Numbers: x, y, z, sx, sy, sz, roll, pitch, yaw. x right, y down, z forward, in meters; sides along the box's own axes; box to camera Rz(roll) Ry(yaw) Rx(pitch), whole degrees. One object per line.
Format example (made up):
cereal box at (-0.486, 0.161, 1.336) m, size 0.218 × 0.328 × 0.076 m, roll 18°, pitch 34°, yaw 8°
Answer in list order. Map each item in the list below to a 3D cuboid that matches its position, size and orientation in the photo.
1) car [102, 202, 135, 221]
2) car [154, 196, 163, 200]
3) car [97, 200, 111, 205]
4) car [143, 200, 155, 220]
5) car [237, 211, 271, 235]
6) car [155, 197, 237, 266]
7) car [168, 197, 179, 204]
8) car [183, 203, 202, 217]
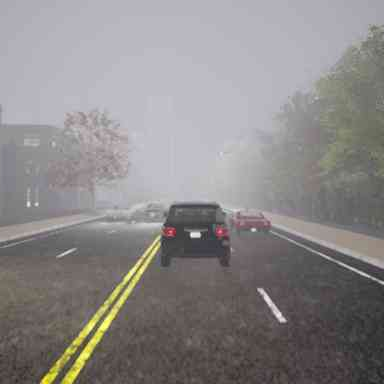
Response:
car at (-6.608, 1.875, 30.847) m, size 1.895 × 1.301 × 4.718 m, roll 0°, pitch -1°, yaw 0°
car at (-7.090, 1.644, 71.574) m, size 2.097 × 1.767 × 4.553 m, roll 0°, pitch -1°, yaw -1°
car at (-20.688, 2.536, 80.209) m, size 4.313 × 1.339 × 1.947 m, roll -1°, pitch 1°, yaw -1°
car at (-3.359, 1.764, 30.656) m, size 2.128 × 1.511 × 4.902 m, roll 0°, pitch 0°, yaw 0°
car at (3.351, 1.782, 20.251) m, size 1.895 × 1.301 × 4.718 m, roll 0°, pitch -1°, yaw 0°
car at (0.100, 1.330, 12.095) m, size 2.150 × 2.045 × 5.566 m, roll 0°, pitch -1°, yaw 0°
car at (-3.833, 1.845, 71.180) m, size 2.128 × 1.511 × 4.902 m, roll 0°, pitch -1°, yaw -1°
car at (0.060, 1.923, 36.162) m, size 1.895 × 1.301 × 4.718 m, roll 0°, pitch -1°, yaw -1°
